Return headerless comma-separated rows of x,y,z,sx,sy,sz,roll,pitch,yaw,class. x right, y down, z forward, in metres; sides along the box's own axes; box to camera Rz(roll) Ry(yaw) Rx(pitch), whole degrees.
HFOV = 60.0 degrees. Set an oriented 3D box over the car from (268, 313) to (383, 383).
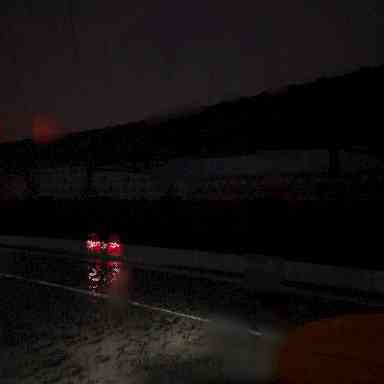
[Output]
2.866,1.477,1.777,5.008,1.535,1.882,0,0,37,car
